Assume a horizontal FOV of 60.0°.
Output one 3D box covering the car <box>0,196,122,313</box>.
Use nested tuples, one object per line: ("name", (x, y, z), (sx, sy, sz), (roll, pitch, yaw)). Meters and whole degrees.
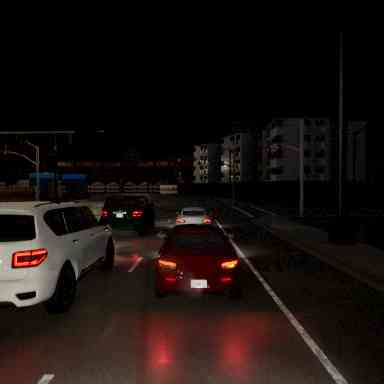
("car", (-3.385, 1.218, 7.780), (2.150, 2.045, 5.566), (0, 0, 0))

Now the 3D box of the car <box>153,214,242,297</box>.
("car", (0.118, 1.521, 8.423), (1.812, 1.442, 4.674), (0, 0, 0))

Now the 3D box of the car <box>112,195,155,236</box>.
("car", (-3.355, 1.179, 18.139), (2.150, 2.045, 5.566), (0, 0, 0))

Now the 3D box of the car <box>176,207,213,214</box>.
("car", (0.112, 1.490, 17.510), (1.812, 1.442, 4.674), (0, 0, 1))
